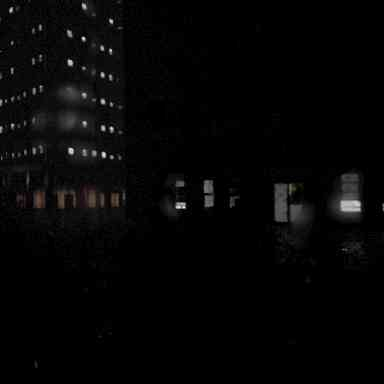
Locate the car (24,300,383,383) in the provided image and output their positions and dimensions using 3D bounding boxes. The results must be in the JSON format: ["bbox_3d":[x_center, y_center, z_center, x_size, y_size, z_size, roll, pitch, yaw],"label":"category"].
[{"bbox_3d":[0.373,1.591,2.615,4.206,1.307,1.802,-1,-1,36],"label":"car"}]
